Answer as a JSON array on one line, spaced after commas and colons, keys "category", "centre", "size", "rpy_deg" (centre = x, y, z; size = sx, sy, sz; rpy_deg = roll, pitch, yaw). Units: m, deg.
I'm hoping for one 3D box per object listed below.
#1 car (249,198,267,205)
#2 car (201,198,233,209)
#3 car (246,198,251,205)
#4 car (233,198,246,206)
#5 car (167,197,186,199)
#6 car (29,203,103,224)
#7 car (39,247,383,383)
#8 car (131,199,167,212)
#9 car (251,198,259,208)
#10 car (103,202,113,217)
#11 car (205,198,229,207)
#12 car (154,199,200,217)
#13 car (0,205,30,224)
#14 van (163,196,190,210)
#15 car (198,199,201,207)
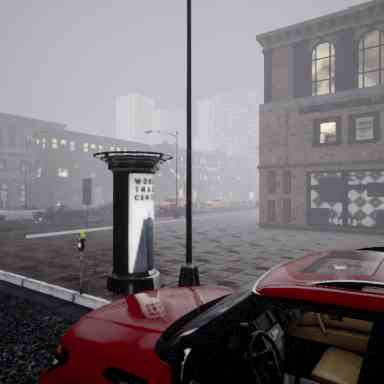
[{"category": "car", "centre": [13.819, 1.879, 69.276], "size": [2.008, 1.369, 4.403], "rpy_deg": [0, -1, 35]}, {"category": "car", "centre": [3.866, 1.692, 50.518], "size": [1.882, 1.535, 5.008], "rpy_deg": [0, 0, 36]}, {"category": "car", "centre": [10.641, 1.849, 64.754], "size": [2.008, 1.369, 4.403], "rpy_deg": [0, -1, 35]}, {"category": "car", "centre": [7.464, 1.818, 60.233], "size": [2.008, 1.369, 4.403], "rpy_deg": [0, -1, 35]}, {"category": "car", "centre": [-2.504, 1.510, 41.520], "size": [2.097, 1.767, 4.553], "rpy_deg": [0, 0, 35]}, {"category": "car", "centre": [-9.644, 1.681, 25.814], "size": [1.895, 1.301, 4.718], "rpy_deg": [0, 0, 35]}, {"category": "car", "centre": [1.158, 1.315, 2.049], "size": [5.009, 1.841, 2.192], "rpy_deg": [0, 0, 36]}, {"category": "car", "centre": [-5.343, 1.677, 42.009], "size": [1.752, 1.417, 4.829], "rpy_deg": [0, 0, 35]}, {"category": "car", "centre": [11.143, 1.678, 50.894], "size": [1.967, 1.590, 4.097], "rpy_deg": [0, -1, 35]}, {"category": "car", "centre": [-8.313, 1.675, 33.257], "size": [1.994, 1.385, 4.181], "rpy_deg": [0, 0, 36]}, {"category": "car", "centre": [4.189, 1.762, 55.573], "size": [1.752, 1.417, 4.829], "rpy_deg": [0, -1, 35]}, {"category": "car", "centre": [-1.522, 1.672, 32.780], "size": [1.887, 1.381, 4.507], "rpy_deg": [0, 0, 35]}, {"category": "car", "centre": [-13.566, 1.671, 25.798], "size": [1.895, 1.301, 4.718], "rpy_deg": [0, 0, 35]}, {"category": "van", "centre": [-2.068, 1.521, 46.671], "size": [1.690, 1.788, 3.998], "rpy_deg": [0, 0, 35]}, {"category": "car", "centre": [1.110, 1.759, 51.191], "size": [2.008, 1.369, 4.403], "rpy_deg": [0, 0, 35]}]
